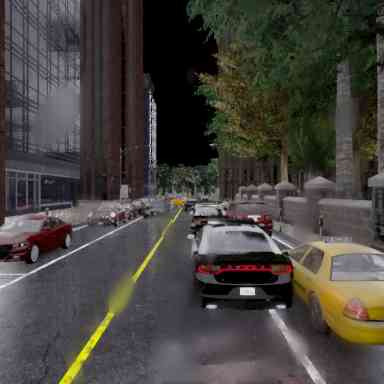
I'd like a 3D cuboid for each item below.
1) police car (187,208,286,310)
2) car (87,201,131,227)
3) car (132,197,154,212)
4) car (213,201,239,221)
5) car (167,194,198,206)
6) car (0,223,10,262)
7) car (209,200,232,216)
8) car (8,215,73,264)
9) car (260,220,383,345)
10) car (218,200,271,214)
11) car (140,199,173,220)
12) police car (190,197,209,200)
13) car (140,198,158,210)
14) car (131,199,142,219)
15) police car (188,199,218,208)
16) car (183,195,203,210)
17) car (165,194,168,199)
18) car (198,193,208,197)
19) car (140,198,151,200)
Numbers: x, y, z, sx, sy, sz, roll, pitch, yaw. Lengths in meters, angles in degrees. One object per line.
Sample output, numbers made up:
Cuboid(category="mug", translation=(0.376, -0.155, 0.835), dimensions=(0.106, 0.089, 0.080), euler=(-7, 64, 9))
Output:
Cuboid(category="police car", translation=(0.916, 1.427, 8.045), dimensions=(1.930, 1.638, 5.238), euler=(0, 0, 0))
Cuboid(category="car", translation=(-5.719, 1.446, 22.767), dimensions=(1.967, 1.590, 4.097), euler=(0, 0, 0))
Cuboid(category="car", translation=(-5.689, 1.454, 39.138), dimensions=(1.967, 1.590, 4.097), euler=(0, 0, 0))
Cuboid(category="car", translation=(2.816, 1.534, 28.380), dimensions=(1.752, 1.417, 4.829), euler=(0, 0, 0))
Cuboid(category="car", translation=(-1.480, 1.498, 53.890), dimensions=(1.882, 1.535, 5.008), euler=(1, 0, -38))
Cuboid(category="car", translation=(-5.750, 1.545, 6.395), dimensions=(1.887, 1.381, 4.507), euler=(0, 0, 0))
Cuboid(category="car", translation=(2.826, 1.577, 33.667), dimensions=(1.947, 1.339, 4.313), euler=(0, 0, 0))
Cuboid(category="car", translation=(-5.740, 1.547, 11.853), dimensions=(1.887, 1.381, 4.507), euler=(0, 0, 0))
Cuboid(category="car", translation=(2.775, 1.526, 6.554), dimensions=(1.752, 1.417, 4.829), euler=(0, 0, 0))
Cuboid(category="car", translation=(2.796, 1.319, 17.297), dimensions=(2.192, 1.841, 5.009), euler=(0, 0, 0))
Cuboid(category="car", translation=(-2.945, 1.572, 28.547), dimensions=(1.994, 1.385, 4.181), euler=(0, 0, 0))
Cuboid(category="police car", translation=(0.946, 1.432, 24.045), dimensions=(1.930, 1.638, 5.238), euler=(0, 0, 0))
Cuboid(category="car", translation=(-5.679, 1.542, 44.425), dimensions=(1.752, 1.417, 4.829), euler=(0, 0, 0))
Cuboid(category="car", translation=(-5.709, 1.559, 28.224), dimensions=(2.008, 1.369, 4.403), euler=(0, 0, 0))
Cuboid(category="police car", translation=(0.916, 1.430, 18.045), dimensions=(1.930, 1.638, 5.238), euler=(0, 0, 0))
Cuboid(category="car", translation=(0.081, 1.521, 42.789), dimensions=(1.837, 1.490, 4.892), euler=(0, 0, 0))
Cuboid(category="car", translation=(-5.608, 1.359, 82.003), dimensions=(2.192, 1.841, 5.009), euler=(0, 0, 0))
Cuboid(category="car", translation=(2.907, 1.480, 76.549), dimensions=(1.967, 1.590, 4.097), euler=(0, 0, 0))
Cuboid(category="car", translation=(-5.699, 1.556, 33.681), dimensions=(1.887, 1.381, 4.507), euler=(0, 0, 0))
